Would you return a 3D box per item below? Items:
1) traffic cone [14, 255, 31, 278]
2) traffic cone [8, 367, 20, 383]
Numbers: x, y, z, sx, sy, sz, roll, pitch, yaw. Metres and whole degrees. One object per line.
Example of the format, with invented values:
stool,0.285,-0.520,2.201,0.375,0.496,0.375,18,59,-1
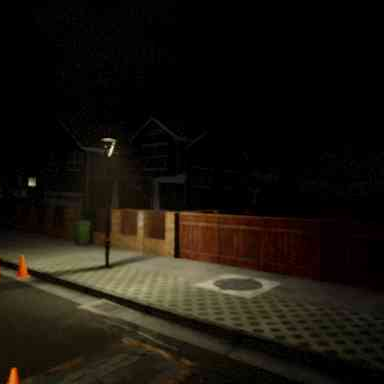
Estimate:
traffic cone,-4.681,2.040,9.207,0.340,0.580,0.340,0,-1,39
traffic cone,-1.712,1.990,3.195,0.340,0.580,0.340,0,-1,37
